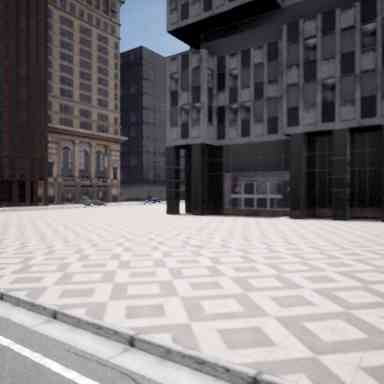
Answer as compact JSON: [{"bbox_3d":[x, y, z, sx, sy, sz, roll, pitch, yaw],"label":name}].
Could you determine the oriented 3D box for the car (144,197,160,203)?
[{"bbox_3d":[-8.235,1.805,71.750,1.882,1.535,5.008,0,0,35],"label":"car"}]
